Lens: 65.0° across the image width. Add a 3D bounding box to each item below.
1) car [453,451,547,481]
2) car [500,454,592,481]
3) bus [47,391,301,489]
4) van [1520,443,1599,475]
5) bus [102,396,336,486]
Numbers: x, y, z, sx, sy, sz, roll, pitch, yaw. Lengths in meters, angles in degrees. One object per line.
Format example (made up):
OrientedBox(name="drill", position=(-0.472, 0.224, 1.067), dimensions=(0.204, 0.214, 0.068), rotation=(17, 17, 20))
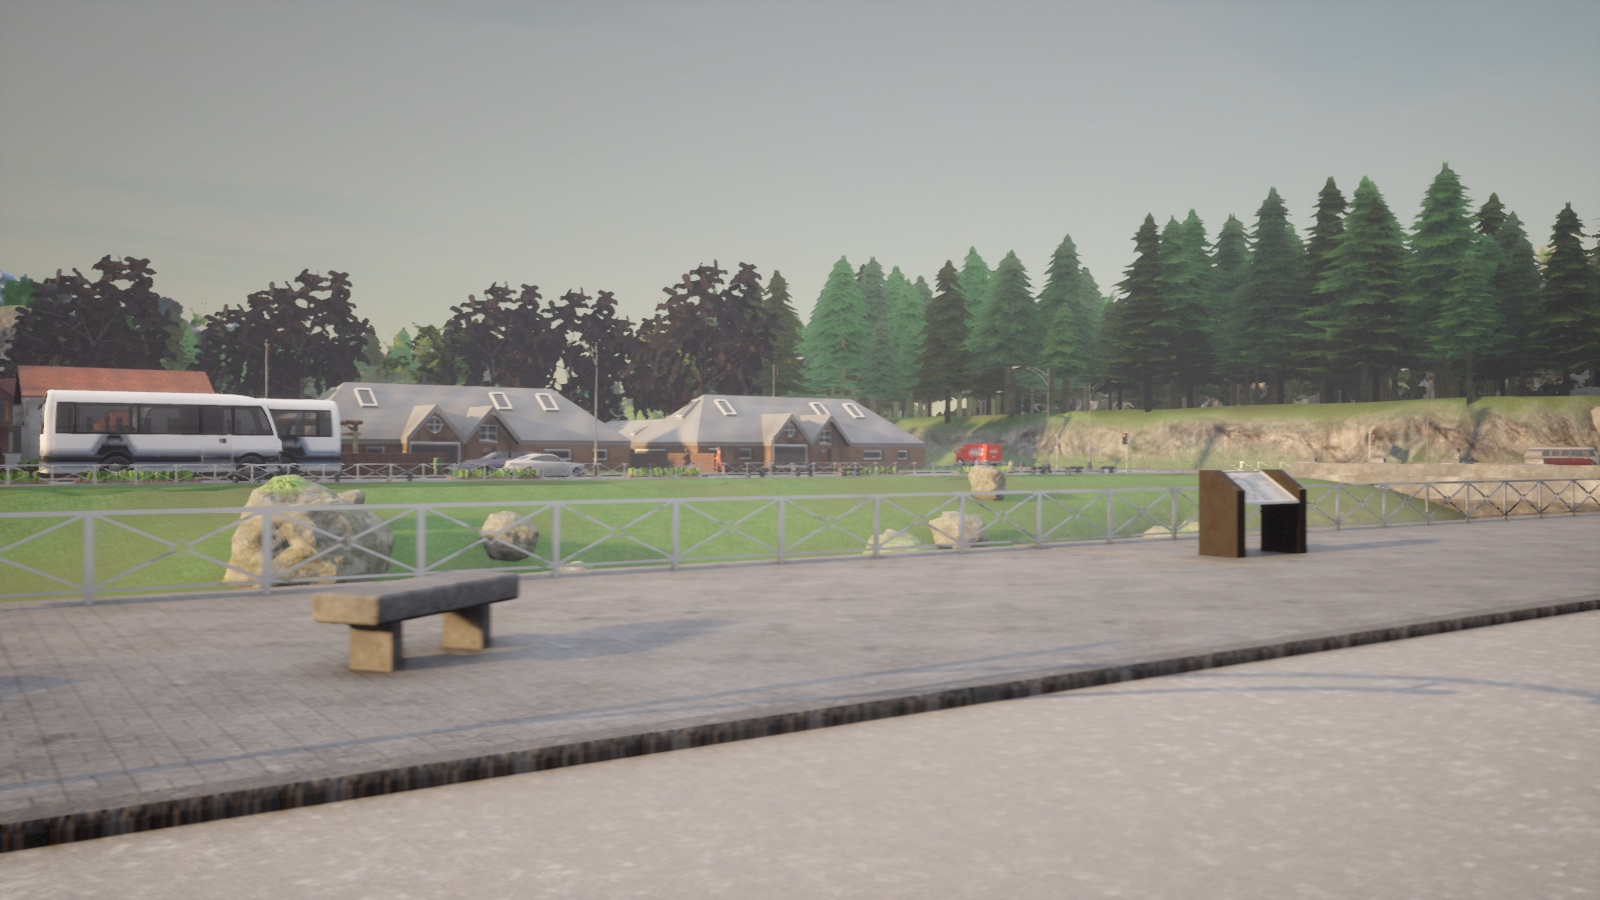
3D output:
OrientedBox(name="car", position=(-17.274, 0.890, 72.279), dimensions=(4.856, 1.649, 2.033), rotation=(0, 0, -35))
OrientedBox(name="car", position=(-14.057, 0.972, 69.643), dimensions=(4.674, 1.442, 1.812), rotation=(0, 0, -35))
OrientedBox(name="bus", position=(-29.294, -0.424, 59.034), dimensions=(10.273, 4.253, 3.944), rotation=(0, 0, -34))
OrientedBox(name="van", position=(49.100, 0.593, 80.774), dimensions=(1.775, 1.987, 4.442), rotation=(0, 0, -35))
OrientedBox(name="bus", position=(-29.419, -0.412, 63.819), dimensions=(10.273, 4.253, 3.944), rotation=(0, 0, -35))
